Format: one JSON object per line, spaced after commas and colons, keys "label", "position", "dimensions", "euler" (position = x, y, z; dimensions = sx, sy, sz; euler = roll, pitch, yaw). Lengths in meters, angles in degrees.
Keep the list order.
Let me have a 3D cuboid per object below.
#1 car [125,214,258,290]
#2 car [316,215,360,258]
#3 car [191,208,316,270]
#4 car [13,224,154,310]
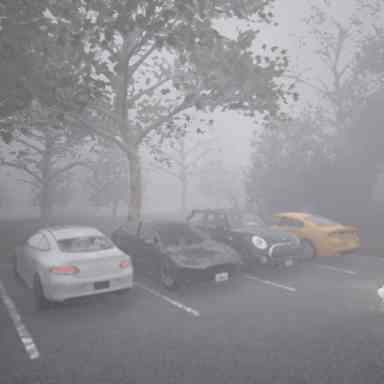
{"label": "car", "position": [-0.709, 1.531, 9.521], "dimensions": [2.163, 1.488, 4.792], "euler": [0, 0, -36]}
{"label": "car", "position": [3.685, 1.525, 12.689], "dimensions": [2.097, 1.535, 5.008], "euler": [0, 0, -36]}
{"label": "car", "position": [1.409, 1.388, 11.108], "dimensions": [2.185, 1.767, 4.553], "euler": [0, 0, -36]}
{"label": "car", "position": [-2.979, 1.529, 7.932], "dimensions": [2.002, 1.452, 4.674], "euler": [0, 0, -36]}
